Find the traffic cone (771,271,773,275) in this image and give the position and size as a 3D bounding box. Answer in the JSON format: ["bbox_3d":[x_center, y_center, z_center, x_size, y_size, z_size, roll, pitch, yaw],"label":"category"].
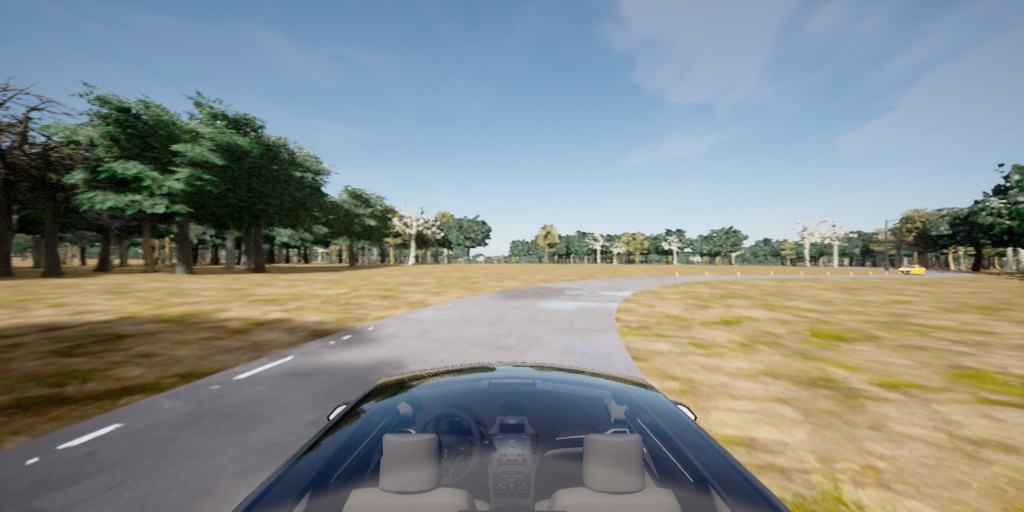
[{"bbox_3d":[33.862,2.238,46.755,0.340,0.580,0.340,0,0,-11],"label":"traffic cone"}]

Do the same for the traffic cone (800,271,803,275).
[{"bbox_3d":[38.606,2.296,47.804,0.340,0.580,0.340,0,0,-14],"label":"traffic cone"}]

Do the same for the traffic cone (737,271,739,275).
[{"bbox_3d":[28.736,2.177,45.513,0.340,0.580,0.340,0,0,-17],"label":"traffic cone"}]

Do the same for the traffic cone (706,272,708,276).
[{"bbox_3d":[23.755,2.114,43.689,0.340,0.580,0.340,0,0,-23],"label":"traffic cone"}]

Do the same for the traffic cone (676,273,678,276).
[{"bbox_3d":[19.013,2.051,41.309,0.340,0.580,0.340,0,0,-30],"label":"traffic cone"}]
